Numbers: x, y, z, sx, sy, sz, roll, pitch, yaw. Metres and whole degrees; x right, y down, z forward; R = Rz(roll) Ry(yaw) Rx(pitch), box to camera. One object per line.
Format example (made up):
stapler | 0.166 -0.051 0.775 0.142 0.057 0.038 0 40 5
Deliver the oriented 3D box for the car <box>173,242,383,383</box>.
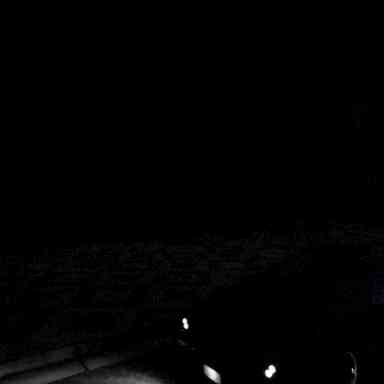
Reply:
car | 2.375 1.548 5.091 5.357 1.411 2.033 0 0 -36
